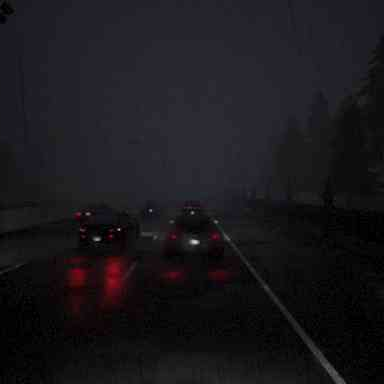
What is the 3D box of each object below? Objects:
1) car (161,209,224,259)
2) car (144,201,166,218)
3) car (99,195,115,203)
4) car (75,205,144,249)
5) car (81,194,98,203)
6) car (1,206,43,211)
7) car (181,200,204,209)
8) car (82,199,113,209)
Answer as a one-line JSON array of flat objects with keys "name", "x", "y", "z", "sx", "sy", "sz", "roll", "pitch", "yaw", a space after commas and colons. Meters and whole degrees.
[{"name": "car", "x": 0.074, "y": 1.550, "z": 12.477, "sx": 1.994, "sy": 1.385, "sz": 4.181, "roll": 0, "pitch": 0, "yaw": 0}, {"name": "car", "x": -3.453, "y": 1.532, "z": 30.049, "sx": 1.994, "sy": 1.385, "sz": 4.181, "roll": 0, "pitch": 0, "yaw": 0}, {"name": "car", "x": -17.635, "y": 1.454, "z": 69.069, "sx": 2.128, "sy": 1.511, "sz": 4.902, "roll": 0, "pitch": 0, "yaw": -1}, {"name": "car", "x": -3.440, "y": 1.511, "z": 14.316, "sx": 1.812, "sy": 1.442, "sz": 4.674, "roll": 0, "pitch": 0, "yaw": 0}, {"name": "car", "x": -21.137, "y": 1.281, "z": 68.849, "sx": 2.097, "sy": 1.767, "sz": 4.553, "roll": 0, "pitch": 0, "yaw": -1}, {"name": "car", "x": -14.145, "y": 1.499, "z": 27.998, "sx": 1.812, "sy": 1.442, "sz": 4.674, "roll": 0, "pitch": 0, "yaw": 0}, {"name": "car", "x": 0.047, "y": 1.472, "z": 29.667, "sx": 1.837, "sy": 1.490, "sz": 4.892, "roll": 0, "pitch": 0, "yaw": 0}, {"name": "car", "x": -6.947, "y": 1.522, "z": 24.672, "sx": 2.033, "sy": 1.411, "sz": 5.357, "roll": 0, "pitch": 0, "yaw": 0}]
